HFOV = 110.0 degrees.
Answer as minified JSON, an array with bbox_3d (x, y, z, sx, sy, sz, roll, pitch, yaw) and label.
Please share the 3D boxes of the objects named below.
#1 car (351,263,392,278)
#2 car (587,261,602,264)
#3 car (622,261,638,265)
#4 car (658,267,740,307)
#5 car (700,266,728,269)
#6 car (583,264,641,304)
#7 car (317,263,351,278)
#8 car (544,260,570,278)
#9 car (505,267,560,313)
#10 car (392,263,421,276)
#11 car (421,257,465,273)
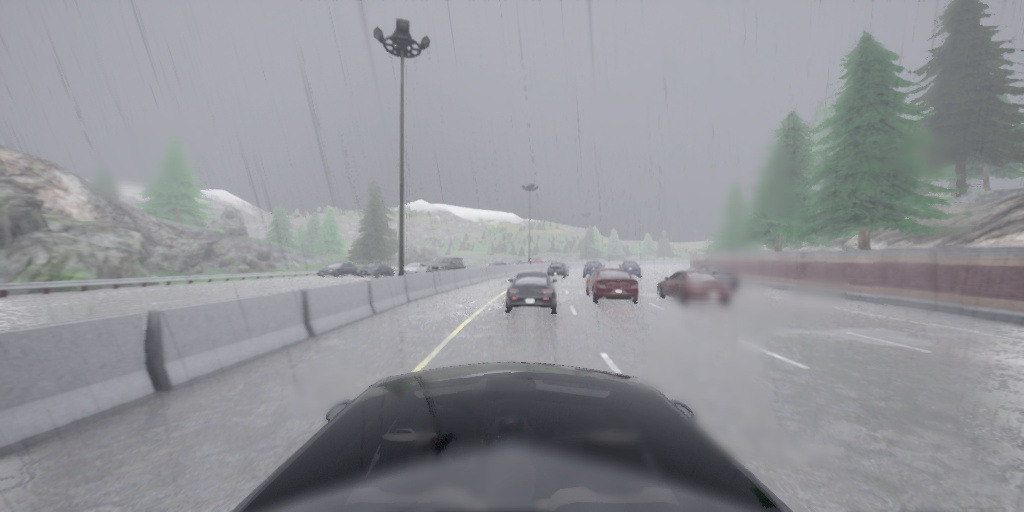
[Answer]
[{"bbox_3d":[-13.584,1.426,35.804,1.994,1.385,4.181,0,0,13],"label":"car"},{"bbox_3d":[8.525,1.289,36.980,2.097,1.767,4.553,0,0,15],"label":"car"},{"bbox_3d":[12.441,1.306,38.029,2.097,1.767,4.553,0,0,15],"label":"car"},{"bbox_3d":[8.033,1.366,16.092,1.812,1.442,4.674,0,0,6],"label":"car"},{"bbox_3d":[12.515,1.376,22.673,2.128,1.511,4.902,0,0,9],"label":"car"},{"bbox_3d":[4.649,1.312,17.167,1.882,1.535,5.008,0,0,6],"label":"car"},{"bbox_3d":[-17.185,1.376,35.739,1.812,1.442,4.674,0,0,13],"label":"car"},{"bbox_3d":[4.690,1.426,36.212,1.837,1.490,4.892,0,0,14],"label":"car"},{"bbox_3d":[0.812,1.335,14.195,1.812,1.442,4.674,0,0,5],"label":"car"},{"bbox_3d":[-9.840,1.403,36.547,1.812,1.442,4.674,0,0,13],"label":"car"},{"bbox_3d":[-6.477,1.108,35.620,2.150,2.045,5.566,0,-1,13],"label":"car"}]
